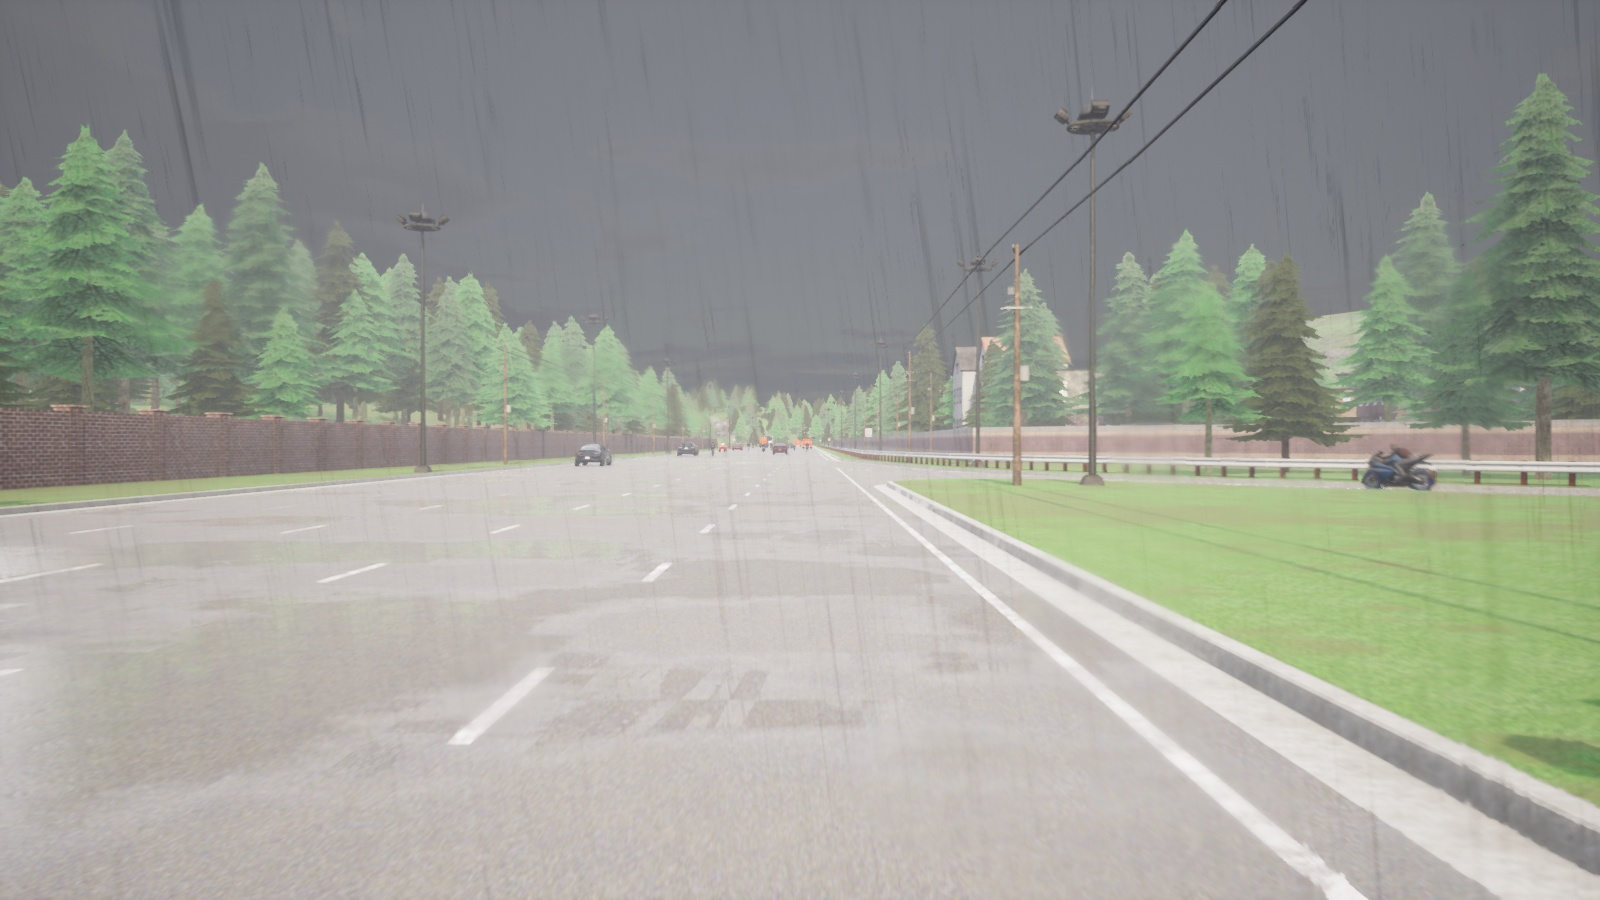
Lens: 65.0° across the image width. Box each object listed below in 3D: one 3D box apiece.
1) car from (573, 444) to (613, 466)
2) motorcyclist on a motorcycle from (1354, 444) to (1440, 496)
[{"bbox_3d":[-13.516,0.298,82.216,1.812,1.442,4.674,0,0,0],"label":"car"},{"bbox_3d":[17.938,0.583,37.778,0.866,1.530,2.191,0,0,-36],"label":"motorcyclist on a motorcycle"}]
